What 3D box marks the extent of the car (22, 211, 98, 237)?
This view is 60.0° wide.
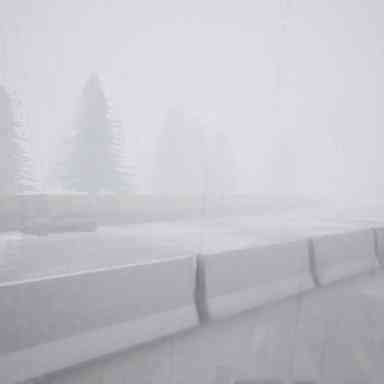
[{"bbox_3d":[-7.852,1.851,19.966,4.181,1.385,1.994,0,-1,-37],"label":"car"}]
